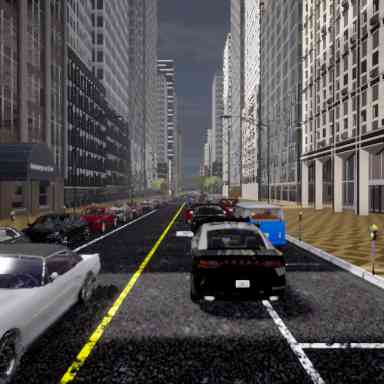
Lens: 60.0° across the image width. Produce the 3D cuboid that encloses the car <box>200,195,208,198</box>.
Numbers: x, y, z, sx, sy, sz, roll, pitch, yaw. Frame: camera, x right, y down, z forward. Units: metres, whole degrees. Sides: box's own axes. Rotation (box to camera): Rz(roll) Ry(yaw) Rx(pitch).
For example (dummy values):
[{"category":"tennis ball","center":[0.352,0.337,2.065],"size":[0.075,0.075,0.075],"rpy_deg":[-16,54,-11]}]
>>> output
[{"category":"car","center":[2.707,1.572,53.829],"size":[2.008,1.369,4.403],"rpy_deg":[-1,0,0]}]

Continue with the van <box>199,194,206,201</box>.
[{"category":"van","center":[2.721,1.373,87.931],"size":[1.690,1.788,3.998],"rpy_deg":[-1,0,0]}]

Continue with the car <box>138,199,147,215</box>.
[{"category":"car","center":[-5.684,1.594,31.098],"size":[1.802,1.307,4.206],"rpy_deg":[-1,0,0]}]

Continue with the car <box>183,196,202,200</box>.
[{"category":"car","center":[0.037,1.619,45.973],"size":[1.895,1.301,4.718],"rpy_deg":[0,0,1]}]

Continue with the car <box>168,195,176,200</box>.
[{"category":"car","center":[-5.655,1.599,93.619],"size":[1.947,1.339,4.313],"rpy_deg":[-1,0,0]}]

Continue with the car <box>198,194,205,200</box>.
[{"category":"car","center":[2.725,1.473,93.615],"size":[1.967,1.590,4.097],"rpy_deg":[-1,0,0]}]

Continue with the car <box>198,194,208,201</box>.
[{"category":"car","center":[2.718,1.345,82.248],"size":[2.192,1.841,5.009],"rpy_deg":[-1,0,0]}]

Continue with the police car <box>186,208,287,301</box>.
[{"category":"police car","center":[0.903,1.429,8.500],"size":[1.930,1.638,5.238],"rpy_deg":[0,0,0]}]

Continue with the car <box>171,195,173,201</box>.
[{"category":"car","center":[-5.666,1.467,70.884],"size":[1.967,1.590,4.097],"rpy_deg":[-1,0,0]}]

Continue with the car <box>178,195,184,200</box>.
[{"category":"car","center":[-2.957,1.538,94.218],"size":[1.837,1.490,4.892],"rpy_deg":[0,0,0]}]

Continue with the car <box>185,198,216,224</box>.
[{"category":"car","center":[0.654,1.488,24.489],"size":[1.882,1.535,5.008],"rpy_deg":[0,0,7]}]

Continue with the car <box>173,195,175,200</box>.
[{"category":"car","center":[-5.660,1.555,82.081],"size":[1.752,1.417,4.829],"rpy_deg":[-1,0,0]}]

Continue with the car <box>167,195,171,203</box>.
[{"category":"car","center":[-5.668,1.607,65.200],"size":[1.802,1.307,4.206],"rpy_deg":[-1,0,0]}]

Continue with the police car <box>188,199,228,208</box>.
[{"category":"police car","center":[0.908,1.433,18.501],"size":[1.930,1.638,5.238],"rpy_deg":[0,0,0]}]

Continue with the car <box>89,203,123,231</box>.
[{"category":"car","center":[-5.689,1.553,19.731],"size":[1.887,1.381,4.507],"rpy_deg":[-1,0,0]}]

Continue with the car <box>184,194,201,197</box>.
[{"category":"car","center":[0.027,1.375,59.374],"size":[2.097,1.767,4.553],"rpy_deg":[0,0,0]}]

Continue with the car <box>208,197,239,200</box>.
[{"category":"car","center":[2.691,1.325,25.411],"size":[2.192,1.841,5.009],"rpy_deg":[-1,0,0]}]

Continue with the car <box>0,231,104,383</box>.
[{"category":"car","center":[-2.997,1.603,5.323],"size":[1.895,1.301,4.718],"rpy_deg":[0,0,0]}]

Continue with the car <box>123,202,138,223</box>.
[{"category":"car","center":[-5.687,1.561,25.415],"size":[2.008,1.369,4.403],"rpy_deg":[-1,0,0]}]

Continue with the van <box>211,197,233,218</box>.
[{"category":"van","center":[2.694,1.354,31.095],"size":[1.690,1.788,3.998],"rpy_deg":[-1,0,0]}]

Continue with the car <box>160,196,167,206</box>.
[{"category":"car","center":[-5.673,1.572,53.833],"size":[2.008,1.369,4.403],"rpy_deg":[-1,0,0]}]

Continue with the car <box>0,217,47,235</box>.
[{"category":"car","center":[-5.695,1.554,8.364],"size":[2.008,1.369,4.403],"rpy_deg":[-1,0,0]}]

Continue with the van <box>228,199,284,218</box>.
[{"category":"van","center":[2.686,1.347,14.043],"size":[1.690,1.788,3.998],"rpy_deg":[-1,0,0]}]

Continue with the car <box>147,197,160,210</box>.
[{"category":"car","center":[-5.679,1.568,42.466],"size":[2.008,1.369,4.403],"rpy_deg":[-1,0,0]}]

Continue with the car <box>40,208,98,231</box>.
[{"category":"car","center":[-5.692,1.572,14.047],"size":[1.947,1.339,4.313],"rpy_deg":[-1,0,0]}]
